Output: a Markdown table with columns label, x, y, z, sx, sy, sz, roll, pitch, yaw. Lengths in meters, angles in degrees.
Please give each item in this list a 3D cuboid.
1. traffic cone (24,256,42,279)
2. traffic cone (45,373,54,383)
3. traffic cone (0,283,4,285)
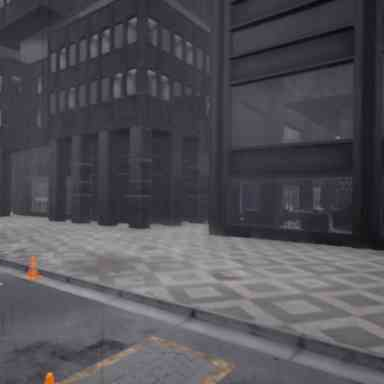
| label | x | y | z | sx | sy | sz | roll | pitch | yaw |
| --- | --- | --- | --- | --- | --- | --- | --- | --- | --- |
| traffic cone | -4.339 | 2.036 | 9.089 | 0.340 | 0.580 | 0.340 | 0 | -1 | 37 |
| traffic cone | -1.328 | 1.986 | 3.094 | 0.340 | 0.580 | 0.340 | 0 | -1 | 37 |
| traffic cone | -4.938 | 2.023 | 8.287 | 0.340 | 0.580 | 0.340 | 0 | -1 | 37 |
